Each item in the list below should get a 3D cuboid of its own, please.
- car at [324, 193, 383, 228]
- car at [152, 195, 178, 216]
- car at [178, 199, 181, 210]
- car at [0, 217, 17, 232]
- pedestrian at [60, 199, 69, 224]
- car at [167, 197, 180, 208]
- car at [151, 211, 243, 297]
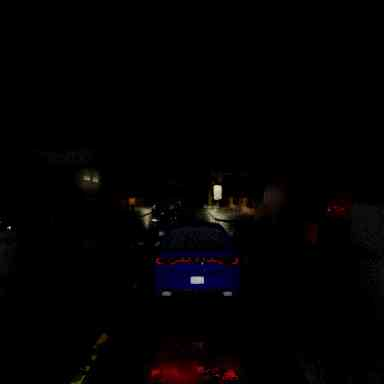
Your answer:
[{"bbox_3d":[10.486,1.063,18.936,5.566,2.045,2.150,-1,-2,1],"label":"car"},{"bbox_3d":[-2.802,1.469,33.914,2.097,1.767,4.553,0,0,0],"label":"car"},{"bbox_3d":[-2.801,1.411,43.724,2.150,2.045,5.566,0,0,0],"label":"car"},{"bbox_3d":[-13.179,1.697,19.247,5.357,1.411,2.033,-1,-2,1],"label":"car"},{"bbox_3d":[-9.635,1.454,25.085,0.375,1.860,0.375,0,-1,1],"label":"pedestrian"},{"bbox_3d":[-2.936,1.643,53.899,2.097,1.767,4.553,0,-1,-2],"label":"car"},{"bbox_3d":[0.107,1.492,8.672,1.882,1.535,5.008,0,0,0],"label":"car"}]
